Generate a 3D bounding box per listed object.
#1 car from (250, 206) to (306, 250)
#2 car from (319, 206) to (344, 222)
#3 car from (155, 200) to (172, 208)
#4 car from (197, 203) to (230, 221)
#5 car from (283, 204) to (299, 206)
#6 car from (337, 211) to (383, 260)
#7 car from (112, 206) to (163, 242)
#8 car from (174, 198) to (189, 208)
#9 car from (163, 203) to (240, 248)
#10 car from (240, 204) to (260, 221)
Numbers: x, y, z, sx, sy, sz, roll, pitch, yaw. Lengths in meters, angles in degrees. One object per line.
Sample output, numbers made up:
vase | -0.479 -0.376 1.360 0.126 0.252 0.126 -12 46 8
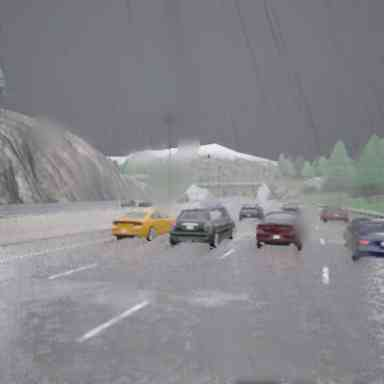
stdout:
car | 4.198 1.644 15.498 1.882 1.535 5.008 0 0 20
car | 12.229 1.867 28.890 1.994 1.385 4.181 0 -1 16
car | -5.418 2.277 64.568 2.033 1.411 5.357 0 -1 8
car | 2.179 1.846 31.926 2.128 1.511 4.902 0 -1 16
car | 8.891 1.827 29.942 1.837 1.490 4.892 0 0 16
car | 6.884 1.678 12.643 2.033 1.411 5.357 0 -1 20
car | -2.346 1.683 17.981 1.882 1.535 5.008 0 0 20
car | -1.944 2.073 64.268 2.097 1.767 4.553 0 -1 9
car | 0.646 1.529 15.977 2.097 1.767 4.553 0 -1 20
car | 5.534 1.829 30.929 2.128 1.511 4.902 0 -1 16
